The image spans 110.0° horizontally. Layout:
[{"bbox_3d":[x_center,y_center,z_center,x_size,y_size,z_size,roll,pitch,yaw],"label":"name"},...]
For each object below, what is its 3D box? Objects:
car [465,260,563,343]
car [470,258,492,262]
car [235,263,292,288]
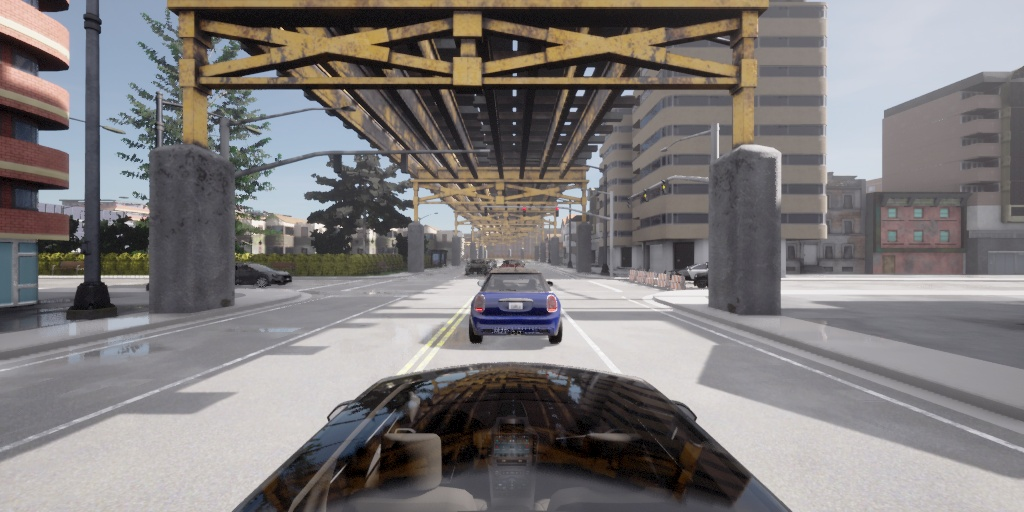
[{"bbox_3d":[0.100,1.093,9.843,2.097,1.767,4.553,0,0,1],"label":"car"},{"bbox_3d":[-3.503,1.050,36.789,2.097,1.767,4.553,0,0,1],"label":"car"},{"bbox_3d":[-16.454,1.193,22.445,4.892,1.490,1.837,0,0,0],"label":"car"}]
